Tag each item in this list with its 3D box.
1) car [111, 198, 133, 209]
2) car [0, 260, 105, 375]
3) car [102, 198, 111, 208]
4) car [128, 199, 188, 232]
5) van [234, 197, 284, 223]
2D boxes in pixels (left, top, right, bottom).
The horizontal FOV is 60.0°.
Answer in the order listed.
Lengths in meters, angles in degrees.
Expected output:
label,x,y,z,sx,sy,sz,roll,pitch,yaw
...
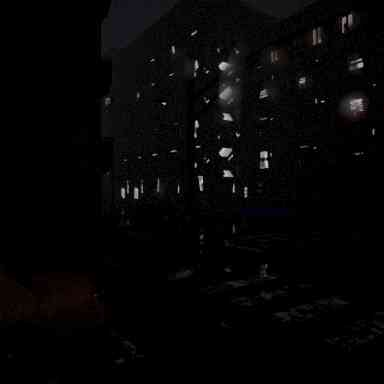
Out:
label,x,y,z,sx,sy,sz,roll,pitch,yaw
car,-8.407,1.463,43.249,1.887,1.381,4.507,-1,0,-36
car,-3.568,1.525,4.020,4.829,1.417,1.752,0,0,-36
car,-11.737,1.463,47.827,1.887,1.381,4.507,-1,0,-36
car,-1.876,1.441,20.020,1.967,1.590,4.097,0,0,-36
van,4.913,1.280,24.934,1.690,1.788,3.998,0,0,-36
